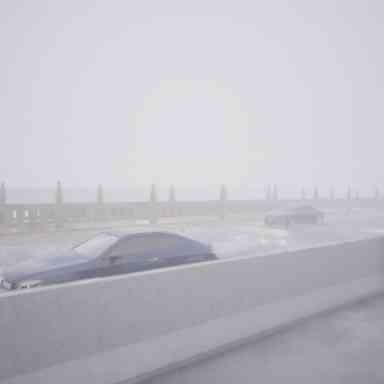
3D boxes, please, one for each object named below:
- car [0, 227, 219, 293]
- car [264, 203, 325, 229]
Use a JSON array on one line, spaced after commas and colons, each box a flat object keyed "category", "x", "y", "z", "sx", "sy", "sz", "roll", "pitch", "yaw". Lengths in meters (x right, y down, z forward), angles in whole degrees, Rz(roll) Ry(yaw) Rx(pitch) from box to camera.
[{"category": "car", "x": -1.496, "y": 1.531, "z": 7.256, "sx": 4.674, "sy": 1.442, "sz": 1.812, "roll": 0, "pitch": 0, "yaw": -36}, {"category": "car", "x": 6.807, "y": 1.516, "z": 22.000, "sx": 4.892, "sy": 1.490, "sz": 1.837, "roll": 0, "pitch": 0, "yaw": -36}]
